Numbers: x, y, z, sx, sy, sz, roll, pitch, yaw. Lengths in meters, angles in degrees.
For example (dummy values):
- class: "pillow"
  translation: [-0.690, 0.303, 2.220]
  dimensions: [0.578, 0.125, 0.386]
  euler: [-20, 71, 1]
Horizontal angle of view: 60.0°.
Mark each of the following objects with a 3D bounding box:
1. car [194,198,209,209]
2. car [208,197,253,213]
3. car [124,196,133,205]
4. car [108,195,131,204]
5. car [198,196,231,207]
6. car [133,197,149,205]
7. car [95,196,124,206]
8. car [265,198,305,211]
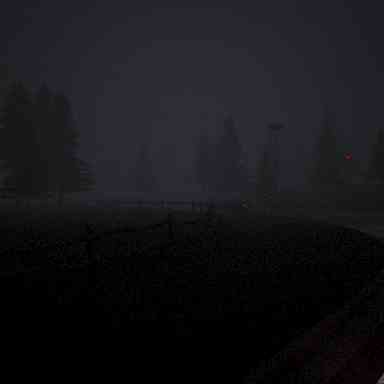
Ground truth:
- class: "car"
  translation: [2.527, 1.477, 42.912]
  dimensions: [5.008, 1.535, 1.882]
  euler: [0, 0, 41]
- class: "car"
  translation: [4.467, 1.526, 36.609]
  dimensions: [4.674, 1.442, 1.812]
  euler: [0, 0, 41]
- class: "car"
  translation: [-12.382, 1.564, 55.799]
  dimensions: [4.181, 1.385, 1.994]
  euler: [0, 0, 41]
- class: "car"
  translation: [-14.529, 1.477, 66.905]
  dimensions: [5.008, 1.535, 1.882]
  euler: [0, 0, 41]
- class: "car"
  translation: [3.392, 1.478, 51.417]
  dimensions: [5.008, 1.535, 1.882]
  euler: [0, 0, 41]
- class: "car"
  translation: [-9.373, 1.564, 57.823]
  dimensions: [4.181, 1.385, 1.994]
  euler: [0, 0, 41]
- class: "car"
  translation: [-13.226, 1.601, 51.901]
  dimensions: [4.718, 1.301, 1.895]
  euler: [0, 0, 41]
- class: "car"
  translation: [11.089, 1.491, 40.138]
  dimensions: [4.902, 1.511, 2.128]
  euler: [0, 0, 41]
